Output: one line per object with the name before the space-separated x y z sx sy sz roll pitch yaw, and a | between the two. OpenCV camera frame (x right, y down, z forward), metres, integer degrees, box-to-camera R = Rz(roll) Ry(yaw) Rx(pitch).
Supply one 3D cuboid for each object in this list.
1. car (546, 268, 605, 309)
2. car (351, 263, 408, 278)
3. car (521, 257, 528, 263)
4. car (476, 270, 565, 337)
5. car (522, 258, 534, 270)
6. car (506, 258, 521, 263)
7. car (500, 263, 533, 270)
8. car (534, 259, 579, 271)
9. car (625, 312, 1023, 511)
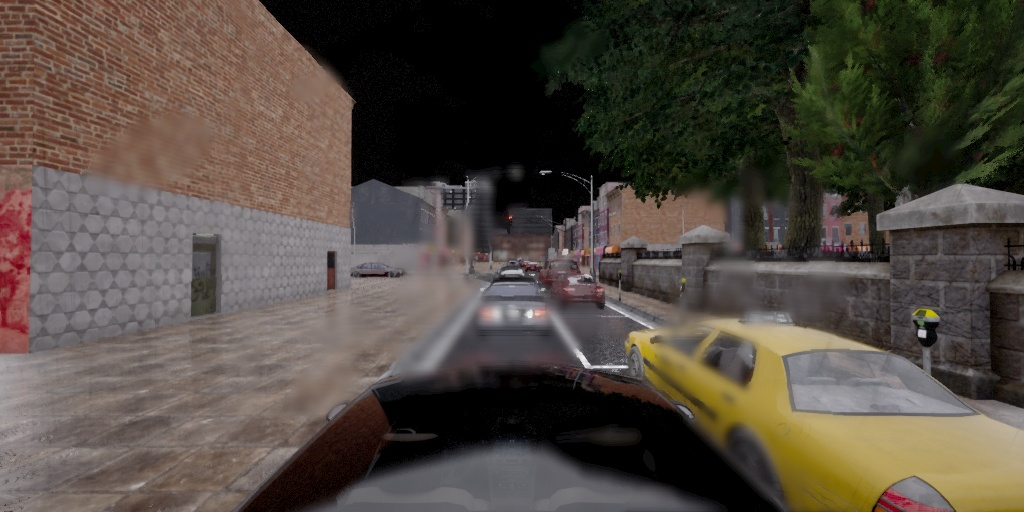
car | 2.632 1.338 14.716 1.802 1.307 4.207 0 0 0
car | -12.066 1.290 31.700 5.357 1.411 2.033 0 -1 -4
car | 2.599 1.403 62.905 1.888 1.381 4.507 0 0 0
car | 0.062 1.300 10.234 2.033 1.411 5.357 0 0 0
car | 2.610 1.356 46.594 1.888 1.381 4.507 0 0 0
car | 0.071 1.343 56.672 1.837 1.490 4.892 0 0 0
car | 0.014 1.287 19.946 1.812 1.442 4.674 0 0 1
car | 2.628 1.076 20.165 2.192 1.841 5.009 0 0 0
car | 2.639 1.276 3.988 1.751 1.417 4.829 0 0 0
